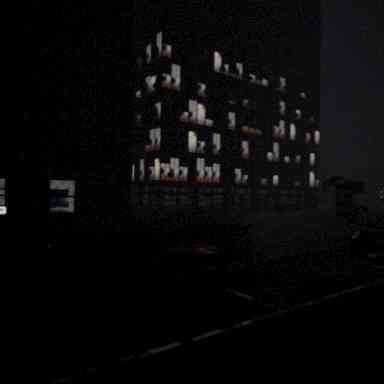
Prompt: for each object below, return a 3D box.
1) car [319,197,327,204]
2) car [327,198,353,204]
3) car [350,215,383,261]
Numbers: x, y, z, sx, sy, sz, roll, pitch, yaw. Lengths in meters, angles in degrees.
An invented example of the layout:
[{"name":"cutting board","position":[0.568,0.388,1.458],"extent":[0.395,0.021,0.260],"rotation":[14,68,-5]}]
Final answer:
[{"name":"car","position":[31.503,2.033,81.563],"extent":[1.967,1.590,4.097],"rotation":[1,-1,-35]},{"name":"car","position":[34.693,1.882,77.019],"extent":[2.192,1.841,5.009],"rotation":[1,-1,-35]},{"name":"car","position":[7.389,1.504,11.781],"extent":[4.097,1.590,1.967],"rotation":[0,1,-35]}]
